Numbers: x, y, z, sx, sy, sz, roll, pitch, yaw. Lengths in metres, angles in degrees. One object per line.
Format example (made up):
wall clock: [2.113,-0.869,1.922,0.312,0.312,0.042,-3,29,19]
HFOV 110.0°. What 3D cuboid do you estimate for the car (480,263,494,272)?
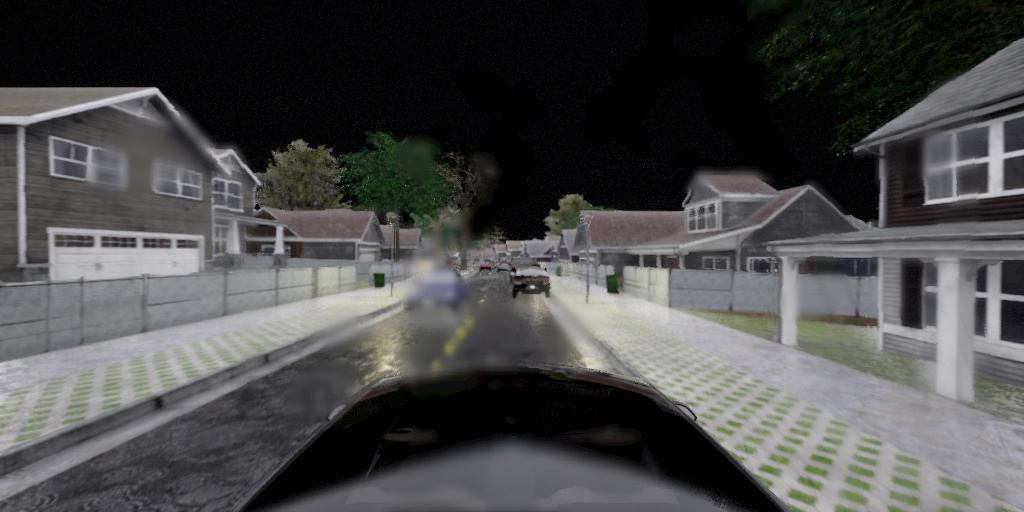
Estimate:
car: [-4.141,1.754,56.327,1.895,1.301,4.718,0,-1,-4]

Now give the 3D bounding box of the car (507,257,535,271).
car: [0.901,1.118,29.127,2.150,2.045,5.566,0,0,-1]

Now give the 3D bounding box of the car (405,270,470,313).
car: [-2.769,1.299,14.263,1.812,1.442,4.674,0,0,0]

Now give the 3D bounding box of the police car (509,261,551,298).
police car: [0.960,1.243,19.152,1.930,1.638,5.238,0,0,0]

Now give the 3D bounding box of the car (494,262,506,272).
car: [-1.192,1.691,54.056,1.994,1.385,4.181,0,-1,-5]
